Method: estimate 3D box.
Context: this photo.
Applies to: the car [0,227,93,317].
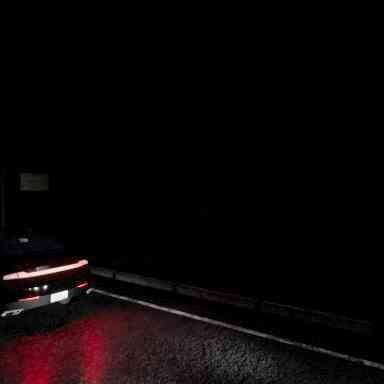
[{"bbox_3d":[-4.105,1.492,6.899,4.902,1.511,2.128,0,0,37],"label":"car"}]
